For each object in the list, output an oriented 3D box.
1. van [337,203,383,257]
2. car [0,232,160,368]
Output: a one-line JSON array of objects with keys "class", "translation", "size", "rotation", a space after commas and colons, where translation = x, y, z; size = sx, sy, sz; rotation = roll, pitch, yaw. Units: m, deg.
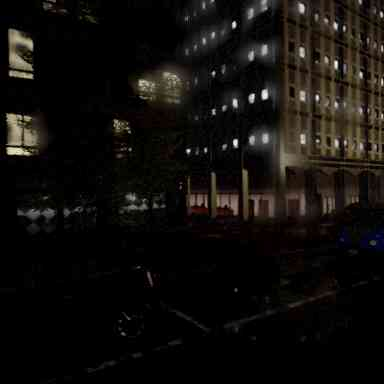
[{"class": "van", "translation": [6.590, 1.271, 11.277], "size": [3.998, 1.788, 1.690], "rotation": [0, 0, -36]}, {"class": "car", "translation": [-2.592, 1.437, 4.723], "size": [4.097, 1.590, 1.967], "rotation": [0, 0, -36]}]
